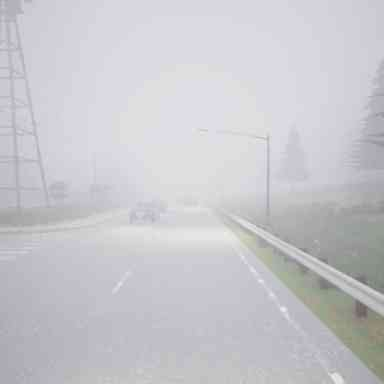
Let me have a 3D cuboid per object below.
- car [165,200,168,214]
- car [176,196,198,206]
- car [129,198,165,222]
[{"bbox_3d":[-3.581,1.471,35.492,1.837,1.490,4.892,0,0,0],"label":"car"},{"bbox_3d":[-0.807,1.441,52.960,2.128,1.511,4.902,0,0,-29],"label":"car"},{"bbox_3d":[-3.608,1.467,25.738,2.128,1.511,4.902,0,0,0],"label":"car"}]
